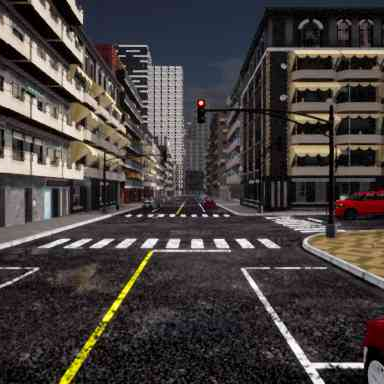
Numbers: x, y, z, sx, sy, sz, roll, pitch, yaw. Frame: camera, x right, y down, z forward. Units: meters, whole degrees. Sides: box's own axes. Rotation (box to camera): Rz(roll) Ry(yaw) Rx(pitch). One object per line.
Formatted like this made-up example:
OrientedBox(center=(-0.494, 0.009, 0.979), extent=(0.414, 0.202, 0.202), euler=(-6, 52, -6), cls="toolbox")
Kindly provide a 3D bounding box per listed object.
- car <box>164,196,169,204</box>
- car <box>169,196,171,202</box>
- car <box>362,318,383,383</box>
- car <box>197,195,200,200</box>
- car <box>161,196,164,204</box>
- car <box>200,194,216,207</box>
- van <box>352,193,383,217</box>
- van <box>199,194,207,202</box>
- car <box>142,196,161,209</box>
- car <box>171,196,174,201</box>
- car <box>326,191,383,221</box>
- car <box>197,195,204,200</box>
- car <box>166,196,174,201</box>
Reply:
OrientedBox(center=(-5.804, 1.462, 61.857), extent=(1.967, 1.590, 4.097), euler=(-1, 0, 0), cls="car")
OrientedBox(center=(-5.812, 1.608, 67.385), extent=(1.802, 1.307, 4.206), euler=(-1, 0, 0), cls="car")
OrientedBox(center=(2.681, 1.544, 1.811), extent=(1.887, 1.381, 4.507), euler=(0, 0, 0), cls="car")
OrientedBox(center=(2.569, 1.577, 67.394), extent=(2.008, 1.369, 4.403), euler=(-1, 0, 0), cls="car")
OrientedBox(center=(-5.783, 1.579, 50.801), extent=(1.947, 1.339, 4.313), euler=(0, 0, 0), cls="car")
OrientedBox(center=(2.596, 1.454, 50.810), extent=(1.967, 1.590, 4.097), euler=(-1, 0, 0), cls="car")
OrientedBox(center=(15.596, 1.035, 27.404), extent=(3.998, 1.788, 1.690), euler=(-1, 1, -1), cls="van")
OrientedBox(center=(2.547, 1.378, 78.449), extent=(1.690, 1.788, 3.998), euler=(-1, 0, 0), cls="van")
OrientedBox(center=(-5.773, 1.560, 45.273), extent=(2.008, 1.369, 4.403), euler=(0, 0, 0), cls="car")
OrientedBox(center=(-5.831, 1.562, 78.270), extent=(1.752, 1.417, 4.829), euler=(-1, 0, 0), cls="car")
OrientedBox(center=(12.982, 0.978, 24.761), extent=(5.566, 2.045, 2.150), euler=(-1, 0, -2), cls="car")
OrientedBox(center=(2.520, 1.602, 95.033), extent=(1.887, 1.381, 4.507), euler=(-1, 0, 0), cls="car")
OrientedBox(center=(-5.850, 1.632, 89.496), extent=(1.802, 1.307, 4.206), euler=(-1, 0, 0), cls="car")
